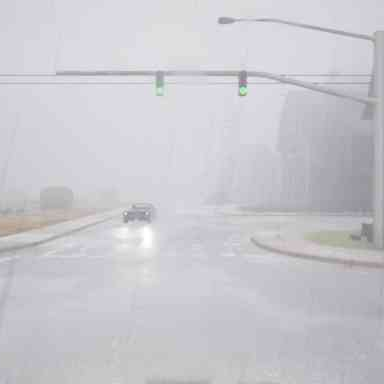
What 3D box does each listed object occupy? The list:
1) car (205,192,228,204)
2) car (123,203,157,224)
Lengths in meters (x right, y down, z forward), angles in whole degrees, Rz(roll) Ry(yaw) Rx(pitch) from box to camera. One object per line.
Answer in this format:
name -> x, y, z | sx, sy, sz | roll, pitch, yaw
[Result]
car -> 3.911, 0.944, 52.790 | 1.905, 1.878, 3.866 | -8, 4, -42
car -> -3.695, 1.501, 24.171 | 1.895, 1.301, 4.718 | 0, 0, 0
